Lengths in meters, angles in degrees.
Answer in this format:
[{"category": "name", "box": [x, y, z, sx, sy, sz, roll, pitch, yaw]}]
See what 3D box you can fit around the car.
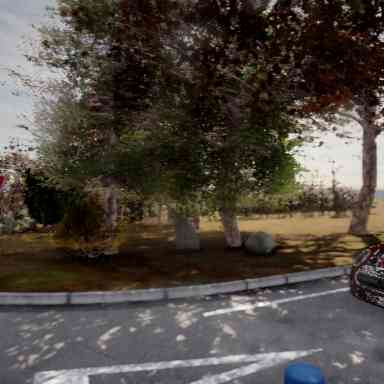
[{"category": "car", "box": [5.389, 1.308, 6.639, 4.553, 1.767, 2.097, 0, 1, -25]}]
